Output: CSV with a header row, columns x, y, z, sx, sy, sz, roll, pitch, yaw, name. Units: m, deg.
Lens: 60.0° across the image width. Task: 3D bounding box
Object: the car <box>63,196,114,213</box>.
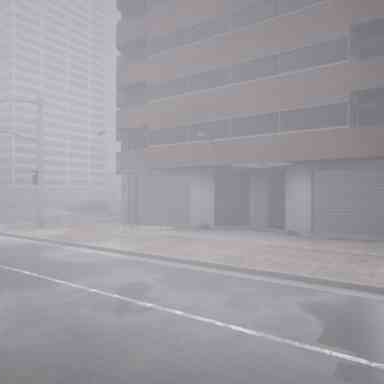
x,y,z,sx,sy,sz,roll,pitch,yaw,name
-12.012,1.547,38.118,2.033,1.411,5.357,0,0,35,car
